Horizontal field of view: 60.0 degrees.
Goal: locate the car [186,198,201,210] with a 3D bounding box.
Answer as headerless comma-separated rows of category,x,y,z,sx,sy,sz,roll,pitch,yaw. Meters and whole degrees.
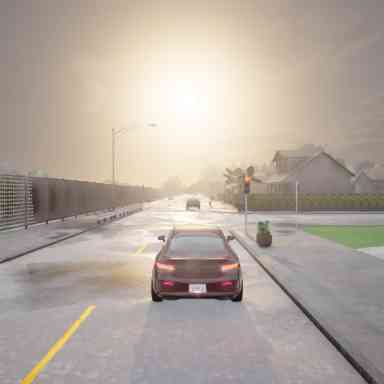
car,0.163,1.505,44.124,1.837,1.490,4.892,0,0,0

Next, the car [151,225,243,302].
car,0.104,1.526,8.132,1.812,1.442,4.674,0,0,0
